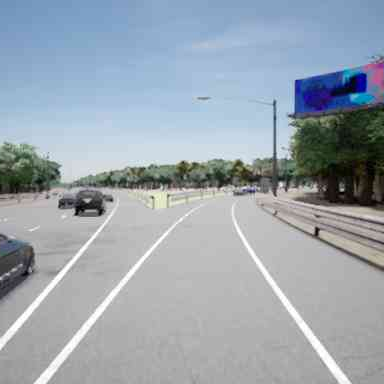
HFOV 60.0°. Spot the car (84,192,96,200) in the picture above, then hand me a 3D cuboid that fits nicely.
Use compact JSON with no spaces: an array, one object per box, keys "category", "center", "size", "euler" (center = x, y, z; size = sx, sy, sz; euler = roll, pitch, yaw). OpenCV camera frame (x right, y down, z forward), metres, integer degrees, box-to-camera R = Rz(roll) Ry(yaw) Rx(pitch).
[{"category":"car","center":[-18.939,0.734,61.694],"size":[1.812,1.442,4.674],"euler":[0,1,-13]}]

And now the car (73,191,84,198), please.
[{"category":"car","center":[-26.690,0.600,78.540],"size":[2.128,1.511,4.902],"euler":[-1,1,-14]}]

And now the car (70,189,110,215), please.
[{"category":"car","center":[-8.520,0.798,28.229],"size":[2.150,2.045,5.566],"euler":[0,1,-10]}]

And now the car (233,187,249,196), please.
[{"category":"car","center":[9.682,0.064,67.942],"size":[2.033,1.411,5.357],"euler":[0,1,20]}]

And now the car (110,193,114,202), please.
[{"category":"car","center":[-13.421,0.852,52.592],"size":[1.994,1.385,4.181],"euler":[0,1,-12]}]

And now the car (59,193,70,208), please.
[{"category":"car","center":[-13.803,0.981,37.672],"size":[1.837,1.490,4.892],"euler":[0,0,-11]}]

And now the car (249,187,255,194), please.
[{"category":"car","center":[13.365,-0.369,77.857],"size":[1.882,1.535,5.008],"euler":[1,2,25]}]

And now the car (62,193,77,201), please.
[{"category":"car","center":[-22.078,0.845,60.100],"size":[1.895,1.301,4.718],"euler":[0,1,-13]}]

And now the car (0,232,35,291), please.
[{"category":"car","center":[-4.859,1.447,7.013],"size":[1.994,1.385,4.181],"euler":[0,1,-9]}]
